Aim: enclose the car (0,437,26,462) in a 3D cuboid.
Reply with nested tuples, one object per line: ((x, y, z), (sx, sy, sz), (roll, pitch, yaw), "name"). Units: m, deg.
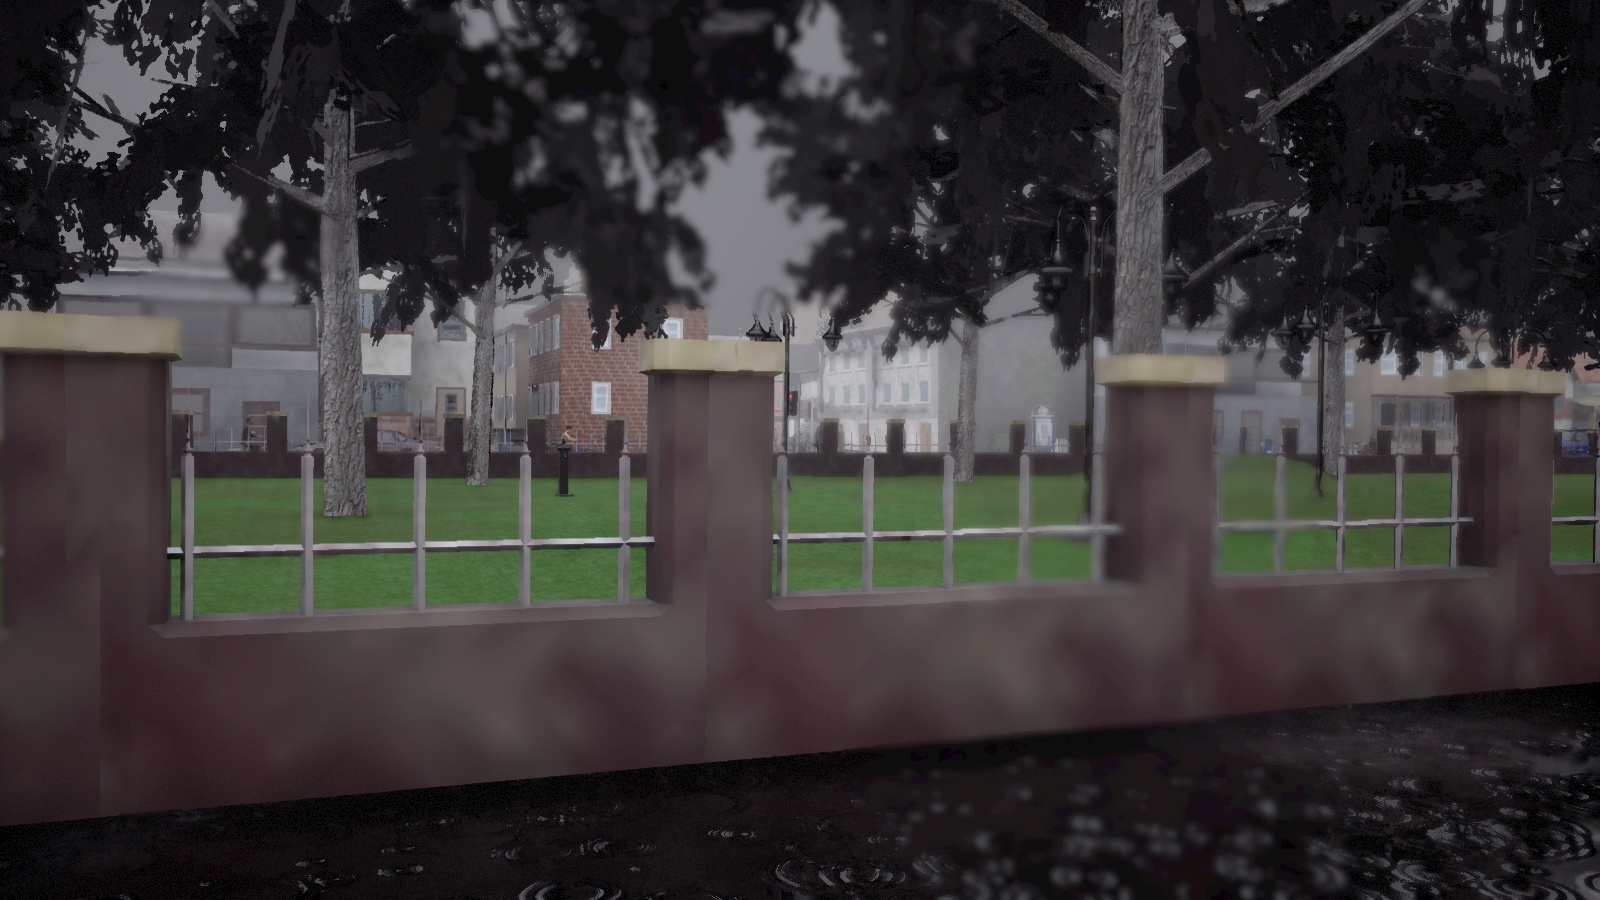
((-52.510, -0.038, 82.524), (1.801, 1.575, 5.366), (-1, 1, -21), "car")

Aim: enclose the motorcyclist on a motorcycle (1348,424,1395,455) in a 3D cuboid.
((28.975, -0.515, 63.627), (2.191, 1.530, 0.866), (-1, 1, -21), "motorcyclist on a motorcycle")

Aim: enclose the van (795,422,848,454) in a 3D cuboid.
((1.327, -0.768, 80.032), (1.775, 1.987, 4.442), (-1, 1, -21), "van")

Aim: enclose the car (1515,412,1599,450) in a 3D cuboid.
((42.095, -1.056, 68.712), (5.566, 2.045, 2.150), (-1, 1, -21), "car")

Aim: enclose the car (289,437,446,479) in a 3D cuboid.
((-15.910, 0.265, 46.224), (5.357, 1.411, 2.033), (-1, 1, -22), "car")
